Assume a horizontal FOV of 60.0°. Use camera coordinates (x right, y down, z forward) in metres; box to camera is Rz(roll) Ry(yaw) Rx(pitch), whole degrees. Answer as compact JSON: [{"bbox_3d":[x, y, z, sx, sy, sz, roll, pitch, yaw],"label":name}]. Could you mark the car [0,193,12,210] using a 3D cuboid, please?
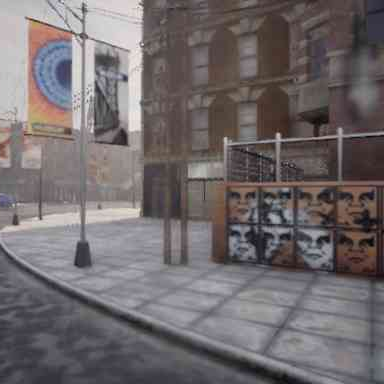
[{"bbox_3d":[-23.502,1.159,38.409,2.150,2.045,5.566,0,0,13],"label":"car"}]
